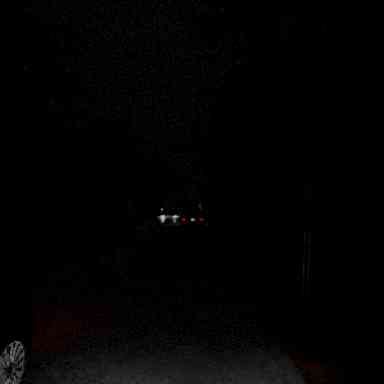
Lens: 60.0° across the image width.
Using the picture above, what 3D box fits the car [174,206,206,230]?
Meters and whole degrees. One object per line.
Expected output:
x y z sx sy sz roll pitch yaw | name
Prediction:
0.025 1.907 24.064 2.033 1.411 5.357 0 -1 0 | car

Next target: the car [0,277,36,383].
-2.854 1.514 2.205 2.128 1.511 4.902 0 -1 0 | car

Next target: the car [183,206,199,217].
-0.088 2.419 42.075 1.895 1.301 4.718 0 -2 0 | car

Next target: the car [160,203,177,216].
-3.046 2.243 44.495 2.097 1.767 4.553 0 -2 0 | car
